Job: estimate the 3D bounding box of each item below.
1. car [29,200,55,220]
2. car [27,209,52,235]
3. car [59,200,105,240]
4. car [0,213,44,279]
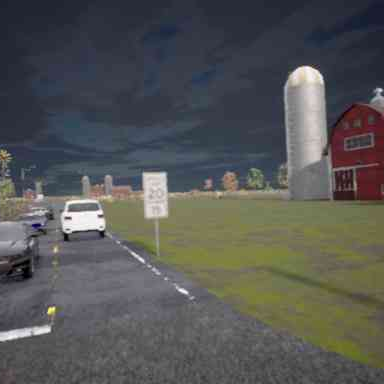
[{"bbox_3d":[-15.361,1.851,34.198,2.150,2.045,5.566,-2,1,-22],"label":"car"},{"bbox_3d":[-10.153,2.022,21.085,1.895,1.301,4.718,-2,0,-22],"label":"car"},{"bbox_3d":[-6.397,1.489,19.307,2.150,2.045,5.566,-2,0,-22],"label":"car"},{"bbox_3d":[-6.006,1.726,10.648,1.882,1.535,5.008,-2,0,-22],"label":"car"}]
